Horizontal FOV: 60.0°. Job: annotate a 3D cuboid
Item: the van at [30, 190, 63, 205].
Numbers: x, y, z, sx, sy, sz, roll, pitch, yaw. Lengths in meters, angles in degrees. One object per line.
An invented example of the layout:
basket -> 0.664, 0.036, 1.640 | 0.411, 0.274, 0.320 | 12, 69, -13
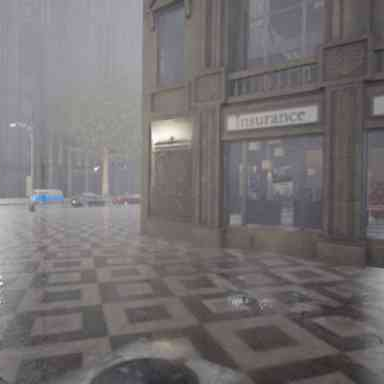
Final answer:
van -> -17.903, 0.643, 40.955 | 1.690, 1.788, 3.998 | 2, 2, 36

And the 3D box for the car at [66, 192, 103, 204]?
car -> -14.622, 0.782, 45.517 | 2.008, 1.369, 4.403 | 2, 2, 36

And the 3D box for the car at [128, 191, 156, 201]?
car -> -8.148, 0.604, 54.495 | 1.752, 1.417, 4.829 | 2, 2, 36

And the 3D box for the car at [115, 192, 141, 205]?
car -> -7.700, 0.920, 40.540 | 1.887, 1.381, 4.507 | 2, 2, 36

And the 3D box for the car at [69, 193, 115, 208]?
car -> -10.985, 1.011, 35.984 | 1.947, 1.339, 4.313 | 2, 2, 36
